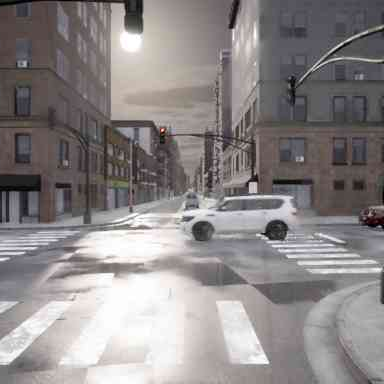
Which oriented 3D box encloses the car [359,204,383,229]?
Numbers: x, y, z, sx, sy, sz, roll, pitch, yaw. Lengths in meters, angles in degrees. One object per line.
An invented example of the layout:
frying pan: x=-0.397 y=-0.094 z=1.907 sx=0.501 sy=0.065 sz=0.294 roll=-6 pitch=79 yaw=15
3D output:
car: x=12.053 y=1.123 z=18.445 sx=5.009 sy=1.841 sz=2.192 roll=-1 pitch=1 yaw=0

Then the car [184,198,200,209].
car: x=0.019 y=1.571 z=46.262 sx=2.033 sy=1.411 sz=5.357 roll=0 pitch=0 yaw=0

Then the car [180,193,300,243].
car: x=2.217 y=1.200 z=15.752 sx=5.566 sy=2.045 sz=2.150 roll=-1 pitch=0 yaw=0

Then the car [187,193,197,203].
car: x=-0.038 y=1.291 z=70.764 sx=2.150 sy=2.045 sz=5.566 roll=0 pitch=0 yaw=0
